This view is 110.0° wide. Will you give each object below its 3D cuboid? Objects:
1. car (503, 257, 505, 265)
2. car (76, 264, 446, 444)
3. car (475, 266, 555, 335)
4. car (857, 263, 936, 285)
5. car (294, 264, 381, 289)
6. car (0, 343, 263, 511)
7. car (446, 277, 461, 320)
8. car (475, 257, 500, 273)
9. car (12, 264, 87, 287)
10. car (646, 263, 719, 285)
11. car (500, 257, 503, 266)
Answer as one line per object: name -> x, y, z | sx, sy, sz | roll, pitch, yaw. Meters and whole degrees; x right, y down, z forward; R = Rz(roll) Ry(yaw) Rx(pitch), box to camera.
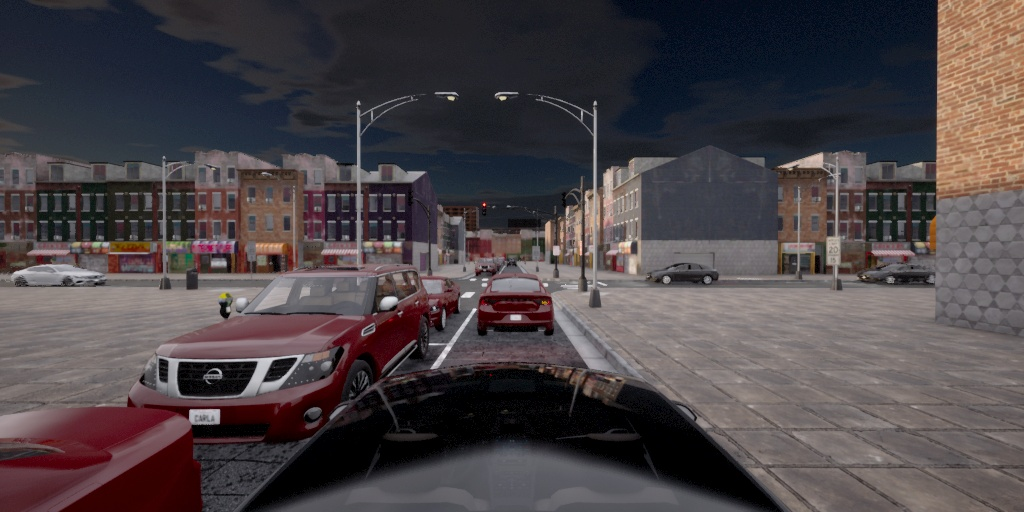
car -> -2.684, 1.337, 64.575 | 2.007, 1.370, 4.403 | 0, 0, 0
car -> -2.641, 1.064, 5.598 | 2.192, 1.841, 5.009 | 0, 0, 0
car -> 0.090, 1.227, 10.496 | 1.882, 1.535, 5.008 | 0, 0, 0
car -> 27.752, 1.287, 25.793 | 4.892, 1.490, 1.837 | 0, 0, 0
car -> -11.029, 1.280, 22.888 | 4.674, 1.442, 1.812 | 0, 0, 0
car -> -2.638, 1.295, 0.164 | 1.888, 1.381, 4.507 | 0, 0, 0
car -> -2.645, 1.294, 11.032 | 1.888, 1.381, 4.507 | 0, 0, 0
car -> -2.665, 1.072, 37.441 | 2.192, 1.841, 5.009 | 0, 0, 0
car -> -28.874, 1.267, 22.907 | 4.674, 1.442, 1.812 | 0, 0, 0
car -> 12.209, 1.263, 25.812 | 4.892, 1.490, 1.837 | 0, 0, 0
car -> -2.673, 1.081, 48.295 | 2.192, 1.841, 5.009 | 0, 0, 0
